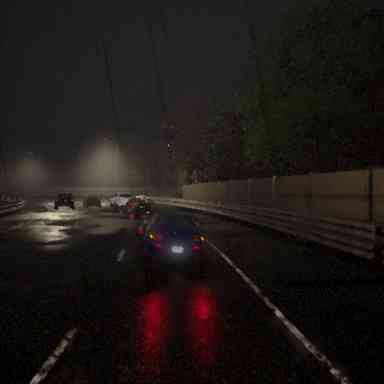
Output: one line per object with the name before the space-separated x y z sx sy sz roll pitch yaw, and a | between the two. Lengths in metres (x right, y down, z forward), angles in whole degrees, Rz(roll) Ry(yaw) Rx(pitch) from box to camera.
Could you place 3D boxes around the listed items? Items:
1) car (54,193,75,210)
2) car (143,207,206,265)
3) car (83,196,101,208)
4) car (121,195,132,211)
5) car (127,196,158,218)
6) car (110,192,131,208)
car | -16.044 1.092 41.809 2.150 2.045 5.566 0 1 -23
car | -0.676 1.443 11.273 1.812 1.442 4.674 5 -2 -7
car | -13.402 1.324 44.435 1.882 1.535 5.008 0 0 -24
car | -6.108 1.385 35.673 1.812 1.442 4.674 0 0 -19
car | -4.043 1.377 28.332 2.128 1.511 4.902 0 0 -15
car | -9.341 1.057 44.012 2.150 2.045 5.566 0 1 -24
